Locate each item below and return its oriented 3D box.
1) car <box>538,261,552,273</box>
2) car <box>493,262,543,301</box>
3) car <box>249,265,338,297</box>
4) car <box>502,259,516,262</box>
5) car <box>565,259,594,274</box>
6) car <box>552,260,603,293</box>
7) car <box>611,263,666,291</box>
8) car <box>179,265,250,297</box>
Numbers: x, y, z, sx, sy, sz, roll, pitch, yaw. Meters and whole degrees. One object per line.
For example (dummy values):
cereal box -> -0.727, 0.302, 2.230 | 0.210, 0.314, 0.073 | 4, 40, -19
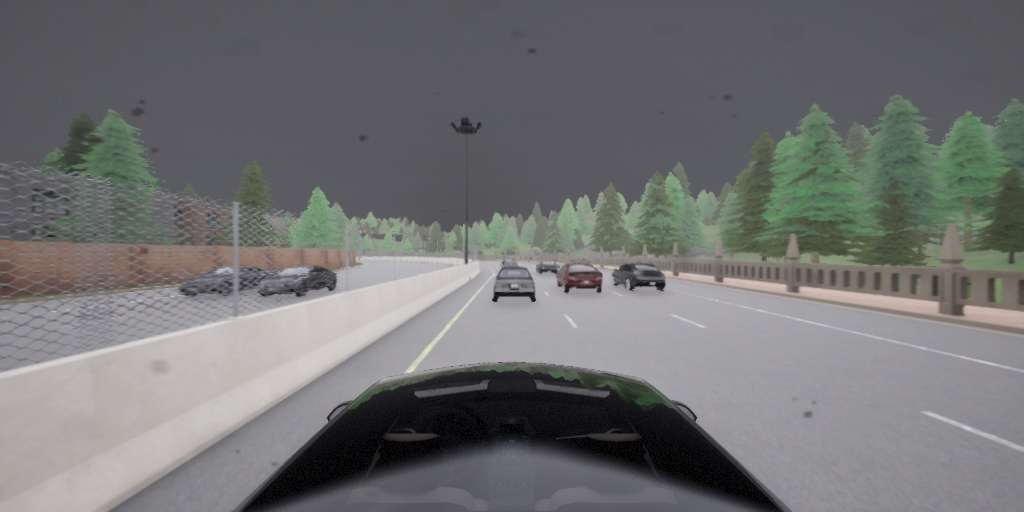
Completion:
car -> 3.426, 1.111, 35.615 | 1.895, 1.301, 4.718 | 0, 0, -2
car -> 0.095, 1.192, 16.545 | 2.033, 1.411, 5.357 | 0, 0, 0
car -> -10.506, 1.189, 18.066 | 1.812, 1.442, 4.674 | 0, 0, 0
car -> -0.408, 1.010, 41.889 | 2.033, 1.411, 5.357 | 0, 0, -6
car -> 6.841, 1.067, 37.005 | 1.994, 1.385, 4.181 | 0, 1, -3
car -> 3.593, 1.101, 19.844 | 1.882, 1.535, 5.008 | 0, 0, 0
car -> 7.094, 1.127, 20.520 | 1.837, 1.490, 4.892 | 0, 1, 0
car -> -14.006, 1.184, 18.065 | 1.812, 1.442, 4.674 | 0, 0, 0
